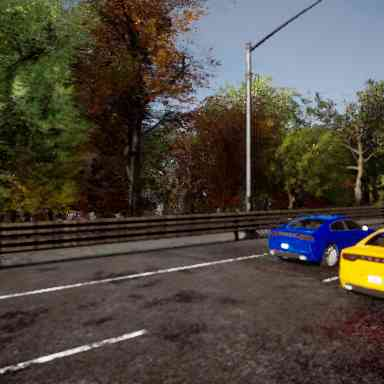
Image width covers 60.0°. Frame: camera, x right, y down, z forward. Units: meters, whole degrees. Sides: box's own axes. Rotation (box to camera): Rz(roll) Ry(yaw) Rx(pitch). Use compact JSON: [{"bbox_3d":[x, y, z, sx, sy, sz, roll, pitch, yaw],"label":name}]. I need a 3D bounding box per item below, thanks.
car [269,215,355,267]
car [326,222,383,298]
[{"bbox_3d":[4.890,1.566,11.836,5.008,1.535,1.882,1,0,-36],"label":"car"},{"bbox_3d":[5.486,1.534,7.849,5.008,1.535,1.882,0,-1,-37],"label":"car"}]
